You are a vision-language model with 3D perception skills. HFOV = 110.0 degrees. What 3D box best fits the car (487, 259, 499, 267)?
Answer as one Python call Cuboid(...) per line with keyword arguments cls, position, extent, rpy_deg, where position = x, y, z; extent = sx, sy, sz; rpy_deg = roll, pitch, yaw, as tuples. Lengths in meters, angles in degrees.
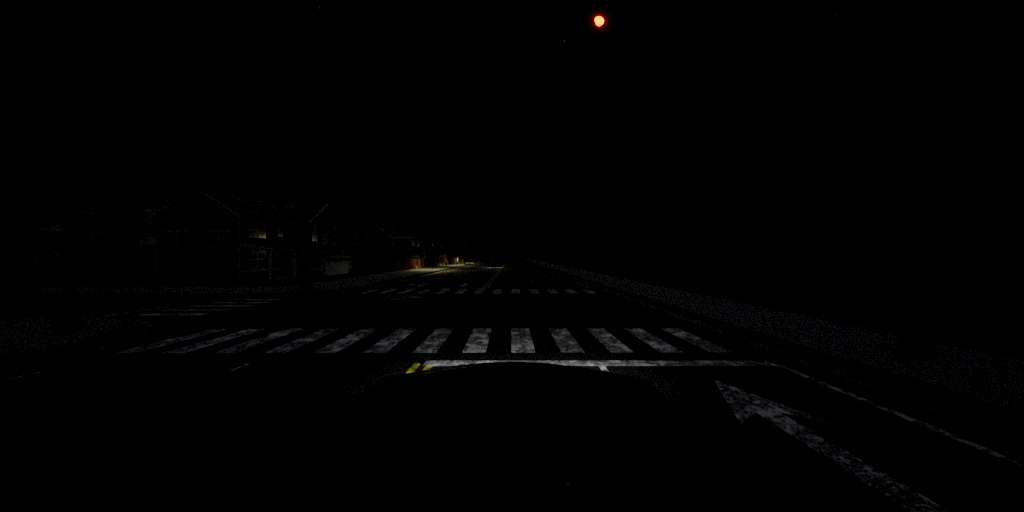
Cuboid(cls="car", position=(-3.293, 1.279, 63.592), extent=(1.812, 1.442, 4.674), rpy_deg=(0, 1, 0))
